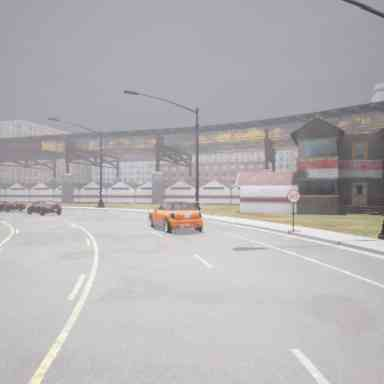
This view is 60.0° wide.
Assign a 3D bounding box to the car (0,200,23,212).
[{"bbox_3d":[-21.476,1.597,38.447,4.718,1.301,1.895,0,0,26],"label":"car"}]

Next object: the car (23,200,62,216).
[{"bbox_3d":[-14.493,1.522,32.692,4.674,1.442,1.812,0,0,42],"label":"car"}]

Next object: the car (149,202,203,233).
[{"bbox_3d":[-1.103,1.350,19.969,2.097,1.767,4.553,0,0,-23],"label":"car"}]
